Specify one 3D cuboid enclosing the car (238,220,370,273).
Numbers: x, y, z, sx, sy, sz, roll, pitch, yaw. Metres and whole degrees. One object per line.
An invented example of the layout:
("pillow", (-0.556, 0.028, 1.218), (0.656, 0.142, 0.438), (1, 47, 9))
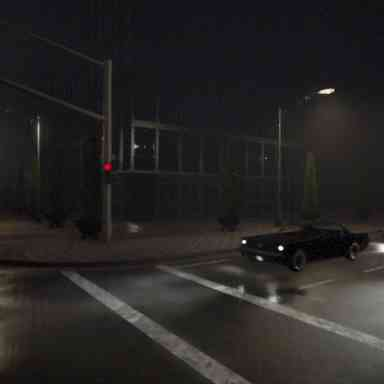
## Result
("car", (3.789, 1.640, 11.001), (4.718, 1.301, 1.895), (0, 0, -35))
